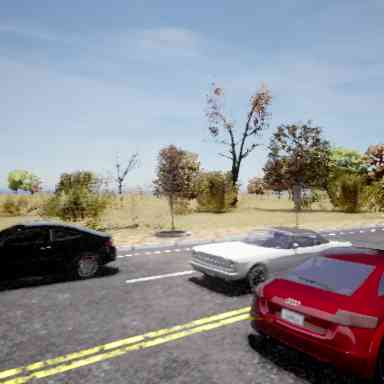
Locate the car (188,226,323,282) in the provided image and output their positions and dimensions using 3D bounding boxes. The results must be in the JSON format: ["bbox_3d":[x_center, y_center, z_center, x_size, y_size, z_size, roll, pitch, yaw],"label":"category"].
[{"bbox_3d":[2.266,1.652,9.153,4.718,1.301,1.895,1,0,-34],"label":"car"}]

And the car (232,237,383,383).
[{"bbox_3d":[2.938,1.606,5.431,4.181,1.385,1.994,1,0,-35],"label":"car"}]

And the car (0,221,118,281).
[{"bbox_3d":[-4.257,1.518,8.567,4.674,1.442,1.812,1,0,-35],"label":"car"}]
